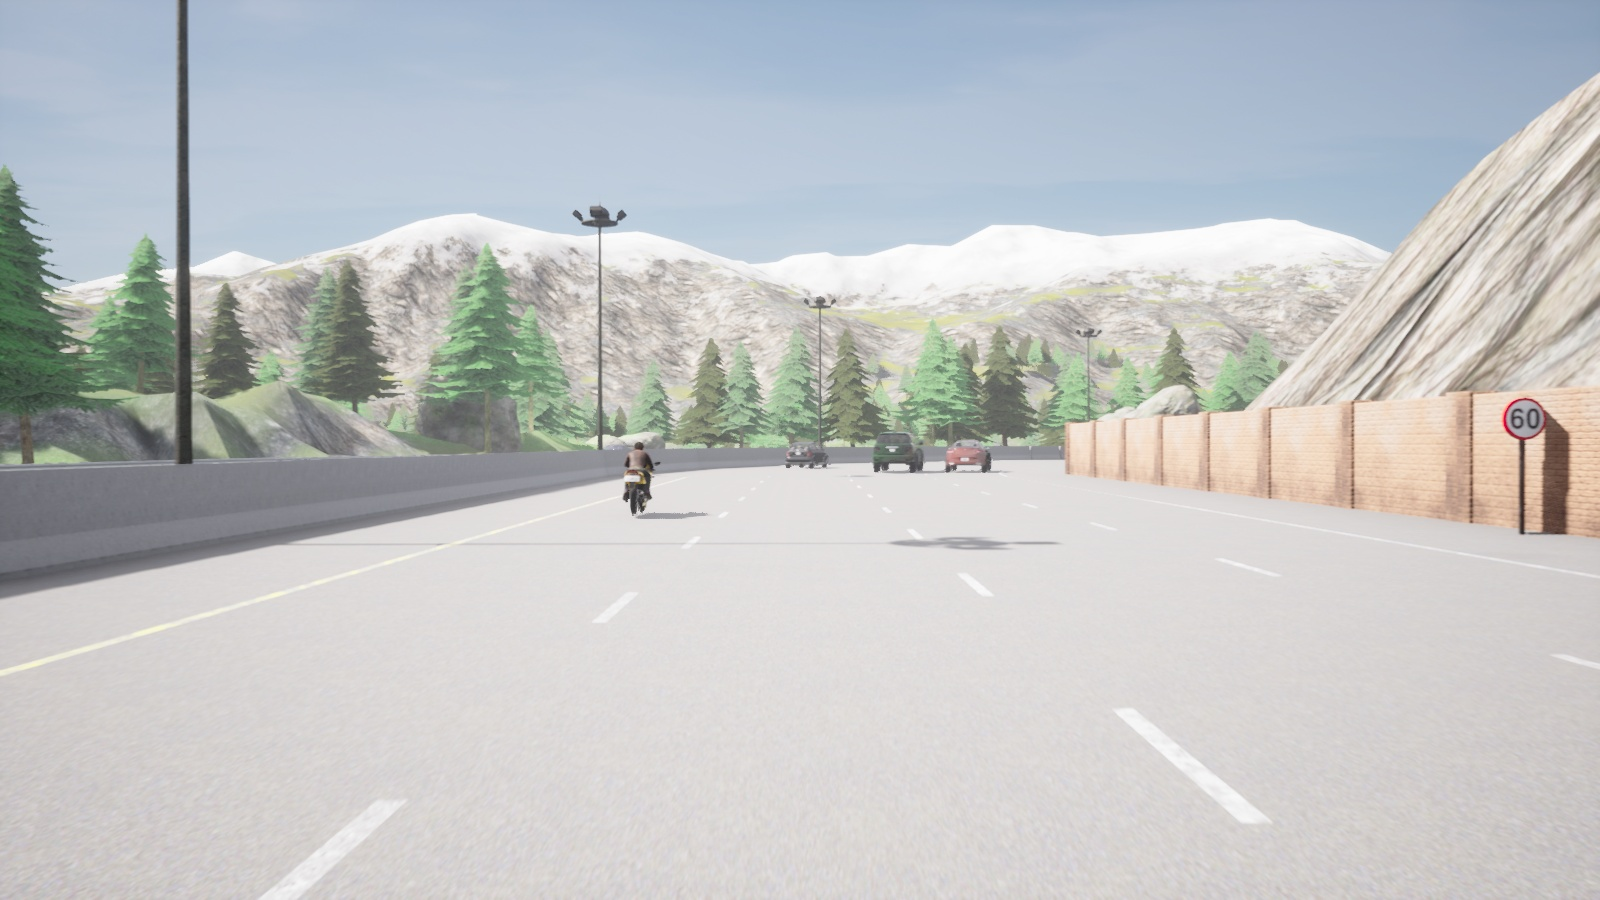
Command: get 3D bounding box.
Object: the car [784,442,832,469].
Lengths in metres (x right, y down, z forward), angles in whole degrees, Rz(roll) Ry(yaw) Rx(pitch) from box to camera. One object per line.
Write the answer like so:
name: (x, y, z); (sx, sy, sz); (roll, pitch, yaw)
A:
car: (0.497, 0.306, 74.414); (1.789, 1.549, 3.705); (0, 0, 18)

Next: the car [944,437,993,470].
car: (8.841, 0.163, 65.509); (2.152, 1.651, 5.027); (0, 0, 12)

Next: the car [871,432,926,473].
car: (5.168, 0.102, 65.213); (2.150, 2.045, 5.566); (0, 0, 12)

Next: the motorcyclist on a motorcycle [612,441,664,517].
motorcyclist on a motorcycle: (-3.341, 0.578, 26.054); (0.797, 1.523, 2.044); (0, 0, 0)
